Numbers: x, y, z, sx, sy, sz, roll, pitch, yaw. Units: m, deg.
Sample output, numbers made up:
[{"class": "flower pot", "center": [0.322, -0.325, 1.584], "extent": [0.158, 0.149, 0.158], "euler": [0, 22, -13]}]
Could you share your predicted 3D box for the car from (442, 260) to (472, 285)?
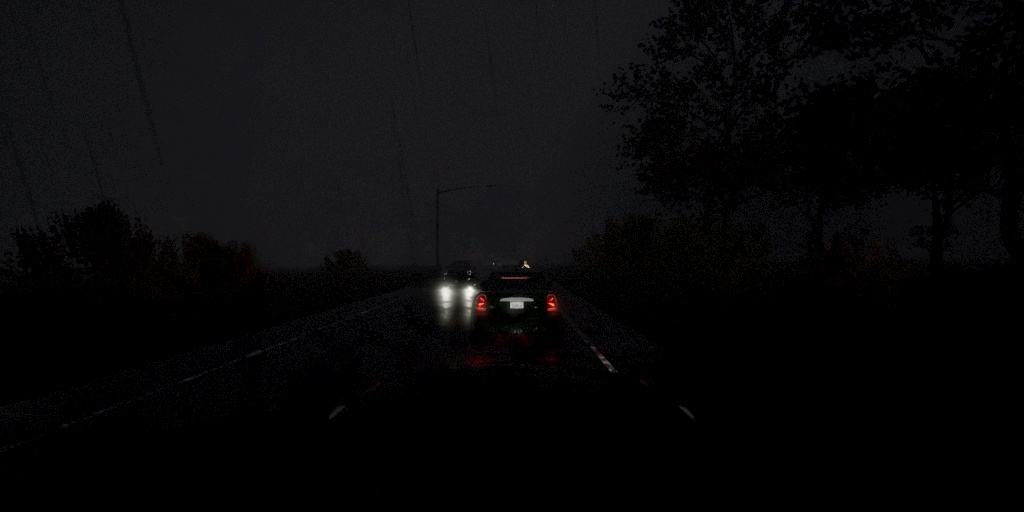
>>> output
[{"class": "car", "center": [-3.605, 1.093, 25.471], "extent": [2.097, 1.767, 4.553], "euler": [0, 0, 0]}]

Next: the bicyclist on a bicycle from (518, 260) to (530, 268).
[{"class": "bicyclist on a bicycle", "center": [0.959, 1.177, 25.825], "extent": [0.866, 1.612, 1.509], "euler": [0, 0, 1]}]

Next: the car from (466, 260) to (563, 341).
[{"class": "car", "center": [0.108, 1.099, 10.002], "extent": [2.097, 1.767, 4.553], "euler": [0, 0, 0]}]
